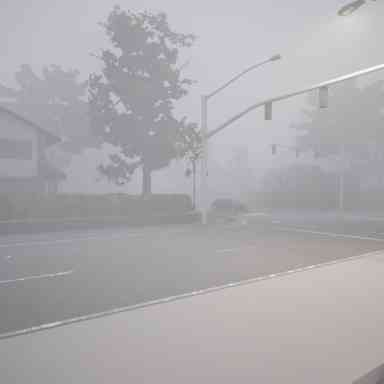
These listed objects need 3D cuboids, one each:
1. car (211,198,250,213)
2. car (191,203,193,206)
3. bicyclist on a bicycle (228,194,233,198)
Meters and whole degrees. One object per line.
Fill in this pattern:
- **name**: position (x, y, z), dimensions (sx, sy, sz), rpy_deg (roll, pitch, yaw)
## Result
- **car**: position (4.055, 1.416, 35.722), dimensions (1.837, 1.490, 4.892), rpy_deg (0, 0, -36)
- **car**: position (-1.851, 1.241, 43.762), dimensions (2.097, 1.767, 4.553), rpy_deg (0, 0, -36)
- **bicyclist on a bicycle**: position (5.832, 1.176, 51.011), dimensions (1.656, 1.620, 0.582), rpy_deg (0, 0, -36)
